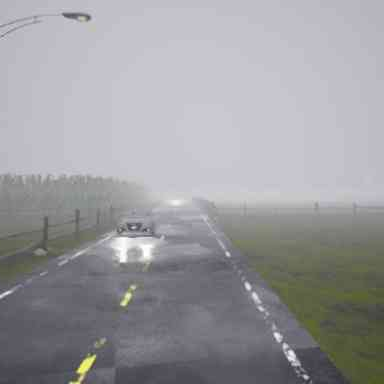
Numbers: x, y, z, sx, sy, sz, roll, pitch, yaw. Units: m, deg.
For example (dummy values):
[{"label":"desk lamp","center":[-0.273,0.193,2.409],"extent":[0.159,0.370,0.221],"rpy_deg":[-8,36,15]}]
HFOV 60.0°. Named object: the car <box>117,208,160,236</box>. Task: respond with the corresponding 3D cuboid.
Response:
[{"label":"car","center":[-2.938,1.619,18.866],"extent":[1.994,1.385,4.181],"rpy_deg":[0,0,0]}]
